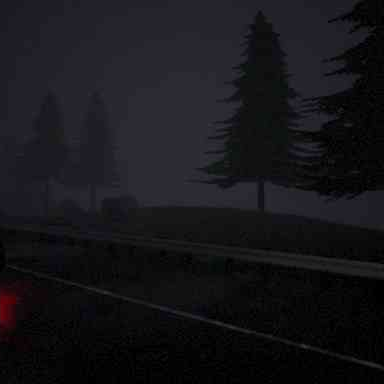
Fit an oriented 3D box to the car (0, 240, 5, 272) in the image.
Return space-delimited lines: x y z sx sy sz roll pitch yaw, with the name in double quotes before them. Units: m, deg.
"car" -7.047 1.537 9.344 4.892 1.490 1.837 0 0 38
